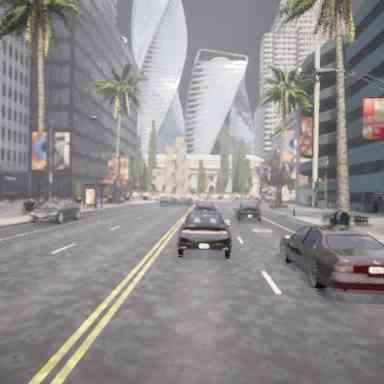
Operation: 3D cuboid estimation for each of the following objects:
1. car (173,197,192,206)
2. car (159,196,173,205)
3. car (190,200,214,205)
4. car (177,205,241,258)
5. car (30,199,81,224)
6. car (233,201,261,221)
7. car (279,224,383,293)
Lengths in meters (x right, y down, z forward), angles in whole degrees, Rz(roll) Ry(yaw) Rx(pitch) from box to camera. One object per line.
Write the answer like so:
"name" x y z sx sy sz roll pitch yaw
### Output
"car" -1.045 1.459 53.552 2.033 1.411 5.357 1 0 10
"car" -3.918 1.399 56.770 2.033 1.411 5.357 1 0 13
"car" 1.091 1.492 28.072 1.837 1.490 4.892 1 1 3
"car" 0.492 1.485 12.864 2.128 1.511 4.902 1 0 3
"car" -9.270 1.270 22.984 2.231 1.521 4.892 1 0 2
"car" 4.588 1.561 27.928 1.837 1.490 4.892 1 1 3
"car" 3.824 1.611 9.178 2.033 1.411 5.357 1 0 3
